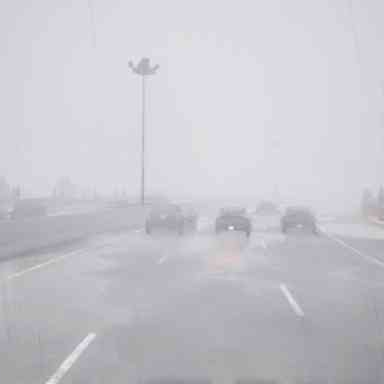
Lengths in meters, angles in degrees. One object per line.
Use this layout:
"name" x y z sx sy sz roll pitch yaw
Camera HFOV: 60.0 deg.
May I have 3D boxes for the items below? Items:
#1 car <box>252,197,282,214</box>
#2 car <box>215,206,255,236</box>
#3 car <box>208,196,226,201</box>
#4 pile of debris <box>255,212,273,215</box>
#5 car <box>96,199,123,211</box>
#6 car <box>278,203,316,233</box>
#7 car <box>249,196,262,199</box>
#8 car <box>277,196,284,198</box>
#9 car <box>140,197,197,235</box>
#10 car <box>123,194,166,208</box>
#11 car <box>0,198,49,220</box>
"car" 8.223 1.585 36.075 1.837 1.490 4.892 0 0 23
"car" 2.445 1.539 18.885 1.837 1.490 4.892 0 0 12
"car" 4.827 1.602 64.650 1.837 1.490 4.892 0 0 37
"pile of debris" 7.684 2.254 35.465 1.500 0.140 1.860 0 0 24
"car" -7.859 1.509 34.077 1.837 1.490 4.892 0 0 20
"car" 6.317 1.559 20.057 1.837 1.490 4.892 0 0 14
"car" 13.422 1.531 69.444 2.128 1.511 4.902 0 0 41
"car" 17.843 1.525 69.068 1.812 1.442 4.674 0 0 44
"car" -1.054 1.370 19.163 2.097 1.767 4.553 0 0 12
"car" -4.298 1.244 33.702 2.150 2.045 5.566 0 0 21
"car" -13.767 1.320 26.798 2.097 1.767 4.553 0 0 16
